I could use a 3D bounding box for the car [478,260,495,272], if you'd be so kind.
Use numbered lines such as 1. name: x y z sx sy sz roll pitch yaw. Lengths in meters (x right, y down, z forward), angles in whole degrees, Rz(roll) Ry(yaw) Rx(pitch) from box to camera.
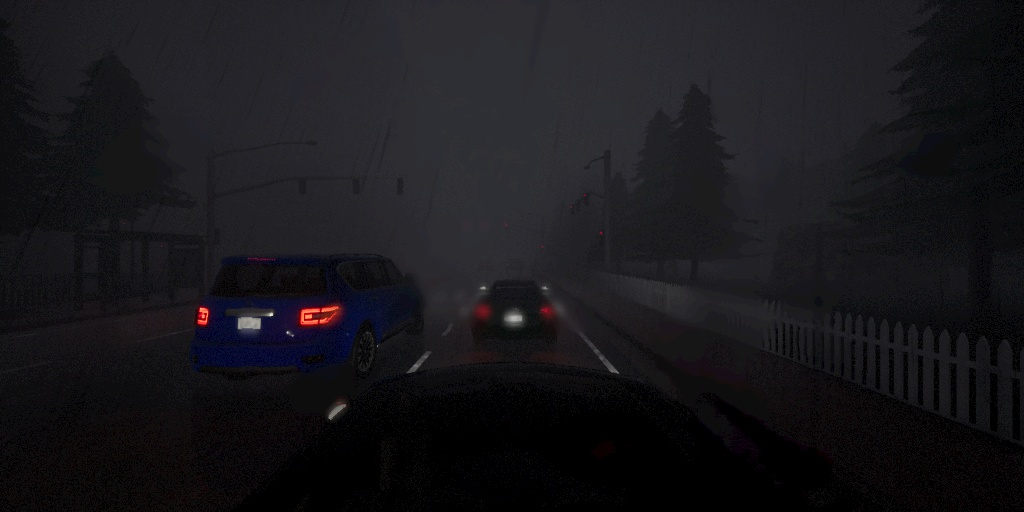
1. car: -3.218 1.242 45.610 2.128 1.511 4.902 0 0 1

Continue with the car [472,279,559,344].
1. car: 0.090 1.314 9.635 1.994 1.385 4.181 0 0 1

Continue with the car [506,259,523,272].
1. car: 0.285 1.102 45.639 2.097 1.767 4.553 0 0 0

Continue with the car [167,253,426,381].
1. car: -3.403 0.972 7.356 2.150 2.045 5.566 0 0 0
